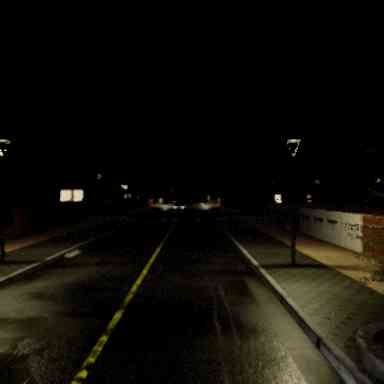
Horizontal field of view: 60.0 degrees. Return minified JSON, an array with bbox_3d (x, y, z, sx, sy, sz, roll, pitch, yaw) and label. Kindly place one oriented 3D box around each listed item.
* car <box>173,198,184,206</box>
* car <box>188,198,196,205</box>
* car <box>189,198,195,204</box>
[{"bbox_3d":[-2.747,2.081,69.092,2.097,1.767,4.553,0,-1,0],"label":"car"},{"bbox_3d":[0.003,2.347,79.280,1.882,1.535,5.008,0,-1,0],"label":"car"},{"bbox_3d":[0.004,2.403,89.700,1.812,1.442,4.674,0,-1,0],"label":"car"}]
